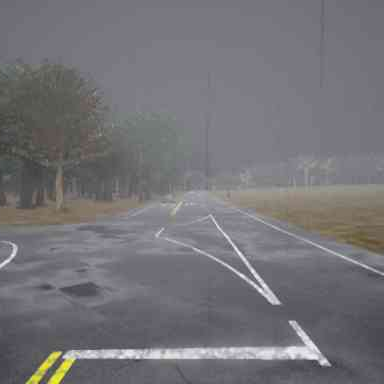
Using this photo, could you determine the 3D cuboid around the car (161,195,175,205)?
[{"bbox_3d":[-3.631,1.147,51.110,1.812,1.442,4.674,0,1,0],"label":"car"}]
